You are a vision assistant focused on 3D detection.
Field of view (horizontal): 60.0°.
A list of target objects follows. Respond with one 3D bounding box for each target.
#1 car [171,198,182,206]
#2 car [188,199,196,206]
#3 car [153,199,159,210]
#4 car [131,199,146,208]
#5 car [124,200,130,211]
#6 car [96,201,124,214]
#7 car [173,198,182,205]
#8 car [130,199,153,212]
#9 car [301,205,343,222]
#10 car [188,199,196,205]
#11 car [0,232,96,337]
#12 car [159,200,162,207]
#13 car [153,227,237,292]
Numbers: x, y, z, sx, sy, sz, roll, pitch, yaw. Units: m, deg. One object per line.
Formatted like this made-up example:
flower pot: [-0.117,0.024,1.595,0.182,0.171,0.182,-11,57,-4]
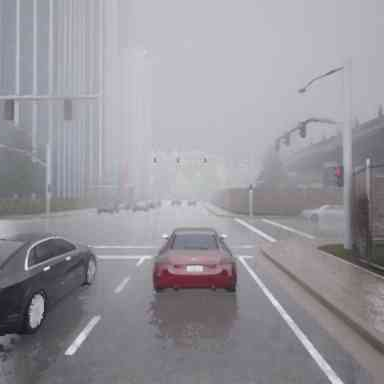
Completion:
car: [-3.518,2.321,72.912,1.837,1.490,4.892,0,-1,0]
car: [-0.011,2.310,73.459,1.882,1.535,5.008,0,-1,0]
car: [-7.096,2.233,55.815,1.895,1.301,4.718,0,-1,0]
car: [-10.529,2.240,66.036,2.128,1.511,4.902,0,-1,0]
car: [-10.603,2.083,52.186,2.128,1.511,4.902,0,-1,0]
car: [-10.609,2.029,42.446,2.033,1.411,5.357,0,-1,0]
car: [-3.520,2.330,83.337,2.128,1.511,4.902,0,-1,0]
car: [-7.091,2.056,46.737,1.812,1.442,4.674,0,-1,0]
car: [12.360,1.927,30.428,4.674,1.442,1.812,0,-1,-3]
car: [-0.021,2.428,83.865,1.882,1.535,5.008,0,-1,0]
car: [-3.427,1.585,6.811,1.837,1.490,4.892,0,0,0]
car: [-7.038,2.237,65.834,2.128,1.511,4.902,0,-1,0]
car: [0.077,1.671,9.284,1.994,1.385,4.181,0,-1,0]
